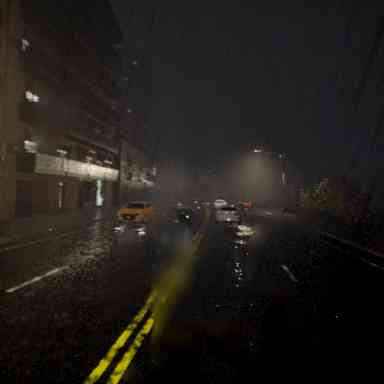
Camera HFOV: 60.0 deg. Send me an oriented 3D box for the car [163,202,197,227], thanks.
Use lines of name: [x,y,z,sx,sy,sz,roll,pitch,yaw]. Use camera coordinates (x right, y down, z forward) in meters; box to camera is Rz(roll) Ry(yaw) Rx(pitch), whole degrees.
car: [-0.839,1.680,23.838,1.895,1.301,4.718,2,0,4]

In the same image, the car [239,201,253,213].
car: [7.064,1.951,45.223,1.837,1.490,4.892,2,0,2]

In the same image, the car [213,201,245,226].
car: [2.769,1.741,25.815,1.812,1.442,4.674,2,0,4]

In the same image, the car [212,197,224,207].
car: [3.862,1.866,46.675,1.812,1.442,4.674,2,0,2]

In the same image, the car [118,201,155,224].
car: [-4.031,1.448,24.696,1.882,1.535,5.008,2,0,4]

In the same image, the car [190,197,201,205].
car: [0.749,1.780,65.392,2.128,1.511,4.902,2,0,0]

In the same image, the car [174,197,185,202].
car: [-2.507,1.680,65.988,1.837,1.490,4.892,2,0,0]

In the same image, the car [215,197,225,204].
car: [6.865,2.062,81.995,1.837,1.490,4.892,2,0,-3]
